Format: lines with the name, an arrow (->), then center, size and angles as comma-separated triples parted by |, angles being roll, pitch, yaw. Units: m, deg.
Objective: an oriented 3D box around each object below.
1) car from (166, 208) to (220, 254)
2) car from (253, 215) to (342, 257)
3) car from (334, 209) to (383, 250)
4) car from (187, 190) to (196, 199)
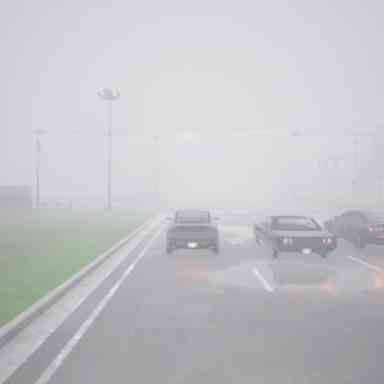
car -> 0.040, 1.405, 13.041 | 1.837, 1.490, 4.892 | 0, 1, 1
car -> 3.533, 1.504, 12.401 | 1.895, 1.301, 4.718 | 0, 0, 1
car -> 7.046, 1.419, 13.686 | 1.812, 1.442, 4.674 | 0, 1, 1
car -> -0.006, 0.886, 76.805 | 1.882, 1.535, 5.008 | 0, 0, 0
